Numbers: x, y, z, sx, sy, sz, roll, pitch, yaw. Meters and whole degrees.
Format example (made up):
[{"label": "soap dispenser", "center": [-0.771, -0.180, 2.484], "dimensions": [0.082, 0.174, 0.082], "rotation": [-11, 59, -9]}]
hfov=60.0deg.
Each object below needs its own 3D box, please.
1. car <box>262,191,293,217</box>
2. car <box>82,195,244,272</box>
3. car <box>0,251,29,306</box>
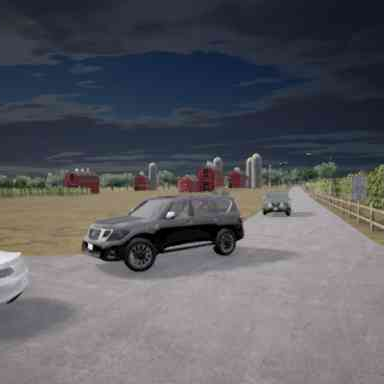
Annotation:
[{"label": "car", "center": [7.343, 0.932, 28.403], "dimensions": [2.150, 2.045, 5.566], "rotation": [0, 1, 19]}, {"label": "car", "center": [-0.676, 1.134, 10.946], "dimensions": [5.566, 2.045, 2.150], "rotation": [-1, 1, -39]}, {"label": "car", "center": [-5.490, 1.613, 5.901], "dimensions": [4.674, 1.442, 1.812], "rotation": [-1, 1, -14]}]
